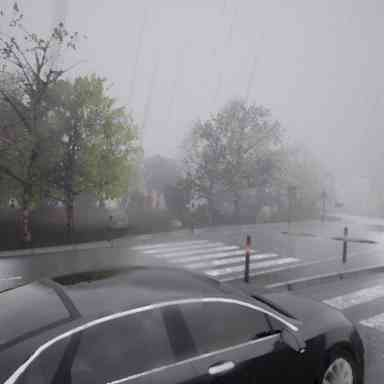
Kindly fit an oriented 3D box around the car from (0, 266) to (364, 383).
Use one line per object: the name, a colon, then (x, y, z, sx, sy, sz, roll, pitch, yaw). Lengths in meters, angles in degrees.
car: (-0.314, 1.506, 3.135, 4.892, 1.490, 1.837, 0, 0, -35)
